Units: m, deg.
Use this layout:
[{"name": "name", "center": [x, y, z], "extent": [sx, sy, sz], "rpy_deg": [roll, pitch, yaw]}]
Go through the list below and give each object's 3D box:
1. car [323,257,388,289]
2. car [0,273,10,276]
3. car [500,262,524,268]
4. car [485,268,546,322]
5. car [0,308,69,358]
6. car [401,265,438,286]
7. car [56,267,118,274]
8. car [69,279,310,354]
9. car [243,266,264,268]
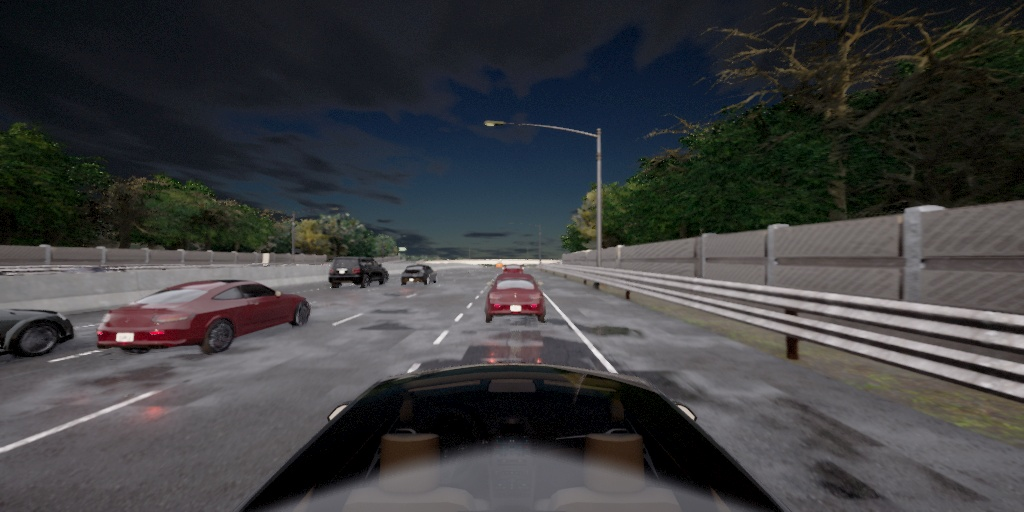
[{"name": "car", "center": [-10.395, 1.095, 24.608], "extent": [2.150, 2.045, 5.566], "rpy_deg": [0, -1, 0]}, {"name": "car", "center": [-31.594, 1.437, 20.477], "extent": [1.895, 1.301, 4.718], "rpy_deg": [0, 0, 0]}, {"name": "car", "center": [0.106, 1.449, 32.771], "extent": [1.882, 1.535, 5.008], "rpy_deg": [0, -1, 0]}, {"name": "car", "center": [0.102, 1.305, 12.308], "extent": [1.812, 1.442, 4.674], "rpy_deg": [0, 0, 0]}, {"name": "car", "center": [-10.399, 1.320, 5.899], "extent": [1.994, 1.385, 4.181], "rpy_deg": [0, 0, 0]}, {"name": "car", "center": [-6.895, 1.404, 27.026], "extent": [1.837, 1.490, 4.892], "rpy_deg": [0, -1, 0]}, {"name": "car", "center": [-28.092, 1.428, 23.581], "extent": [1.994, 1.385, 4.181], "rpy_deg": [0, -1, 0]}, {"name": "car", "center": [-6.899, 1.290, 8.695], "extent": [1.812, 1.442, 4.674], "rpy_deg": [0, 0, 0]}, {"name": "car", "center": [-21.088, 1.489, 29.148], "extent": [1.994, 1.385, 4.181], "rpy_deg": [0, -1, 0]}]
